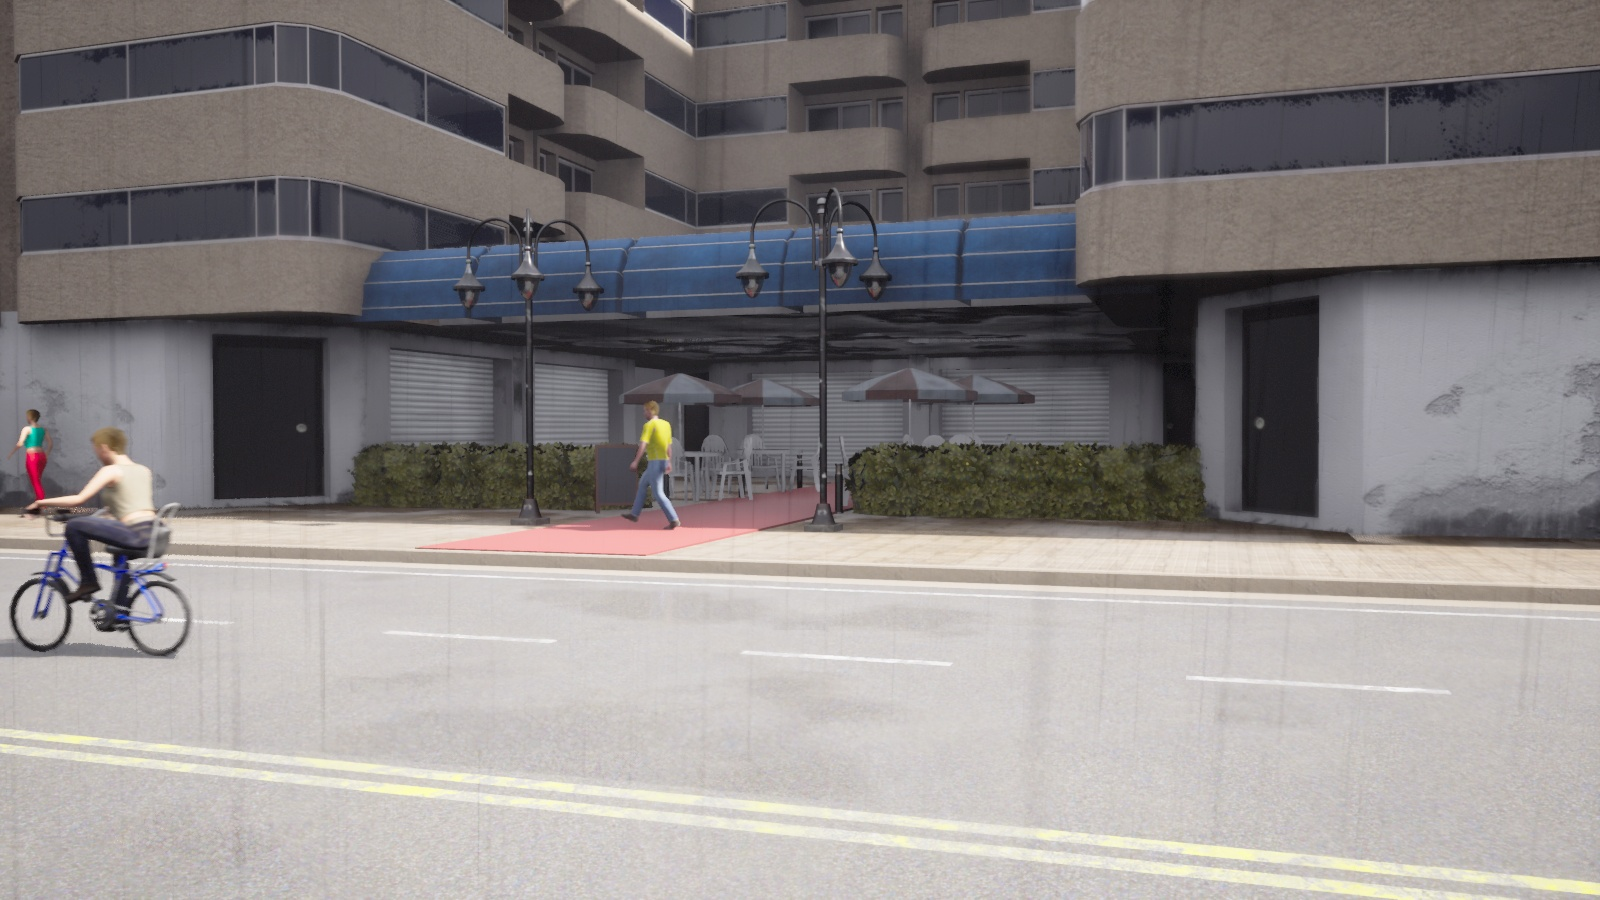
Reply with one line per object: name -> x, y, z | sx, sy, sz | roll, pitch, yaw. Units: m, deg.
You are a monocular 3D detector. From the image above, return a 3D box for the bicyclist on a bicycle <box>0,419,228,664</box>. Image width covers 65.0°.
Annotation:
bicyclist on a bicycle -> -4.989, 0.603, 8.848 | 1.509, 1.612, 0.866 | 0, 0, 12

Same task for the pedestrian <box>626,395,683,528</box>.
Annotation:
pedestrian -> -2.040, 0.160, 17.631 | 0.706, 1.836, 0.354 | 1, 1, 25

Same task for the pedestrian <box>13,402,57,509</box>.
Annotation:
pedestrian -> -13.319, 0.085, 21.857 | 0.594, 1.836, 0.345 | 1, 1, 19
